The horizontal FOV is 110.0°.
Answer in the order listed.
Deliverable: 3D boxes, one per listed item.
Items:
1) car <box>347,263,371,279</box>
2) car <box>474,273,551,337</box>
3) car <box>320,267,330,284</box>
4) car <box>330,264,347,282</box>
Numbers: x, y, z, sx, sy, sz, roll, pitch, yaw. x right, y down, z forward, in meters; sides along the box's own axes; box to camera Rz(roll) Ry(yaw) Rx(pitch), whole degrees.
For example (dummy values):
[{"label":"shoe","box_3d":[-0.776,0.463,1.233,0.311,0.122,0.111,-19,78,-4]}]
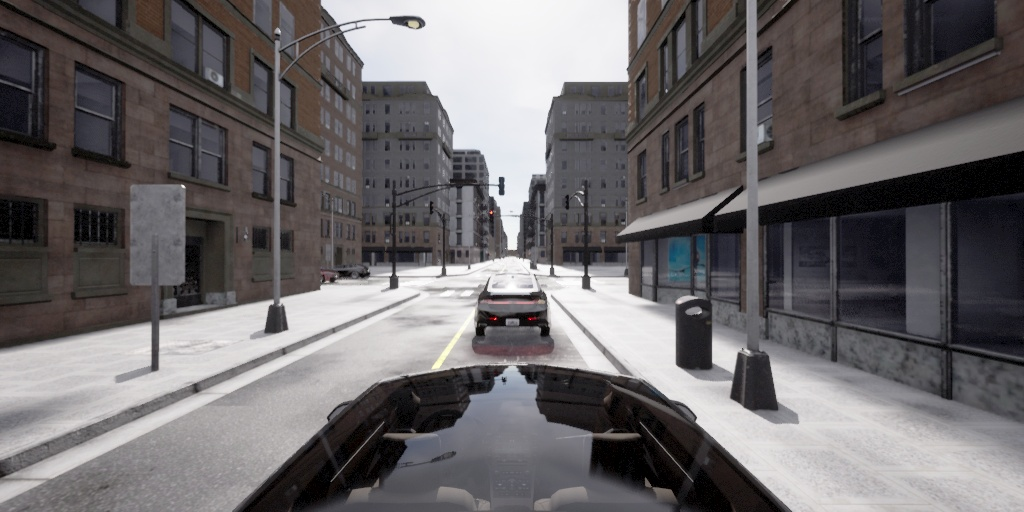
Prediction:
[{"label":"car","box_3d":[-14.686,1.316,31.514,4.313,1.339,1.948,0,0,0]},{"label":"car","box_3d":[0.022,1.238,10.302,2.128,1.511,4.902,0,0,0]},{"label":"car","box_3d":[-14.713,1.279,23.487,4.313,1.339,1.948,0,0,0]},{"label":"car","box_3d":[-14.742,1.289,26.031,4.181,1.385,1.994,0,0,0]}]
